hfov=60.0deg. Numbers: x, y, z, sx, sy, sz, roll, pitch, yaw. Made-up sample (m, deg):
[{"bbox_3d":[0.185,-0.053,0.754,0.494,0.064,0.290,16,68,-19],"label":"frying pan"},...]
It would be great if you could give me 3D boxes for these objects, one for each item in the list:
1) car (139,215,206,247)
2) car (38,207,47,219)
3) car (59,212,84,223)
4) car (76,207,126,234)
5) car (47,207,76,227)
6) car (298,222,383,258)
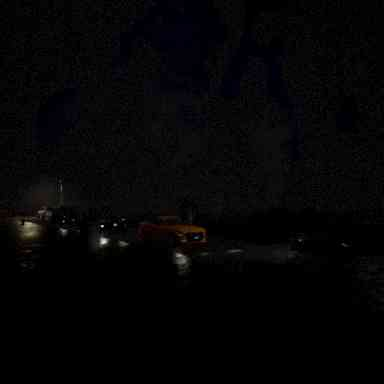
[{"bbox_3d":[-1.190,2.079,18.461,1.882,1.535,5.008,2,-3,-35],"label":"car"},{"bbox_3d":[-24.287,3.524,56.003,2.150,2.045,5.566,2,-3,-36],"label":"car"},{"bbox_3d":[-16.247,3.351,44.701,1.994,1.385,4.181,2,-3,-35],"label":"car"},{"bbox_3d":[-7.343,2.210,27.141,2.150,2.045,5.566,2,-3,-36],"label":"car"},{"bbox_3d":[-13.550,2.606,35.872,2.150,2.045,5.566,2,-3,-35],"label":"car"},{"bbox_3d":[7.117,1.927,13.458,5.357,1.411,2.033,-1,-2,20],"label":"car"}]
